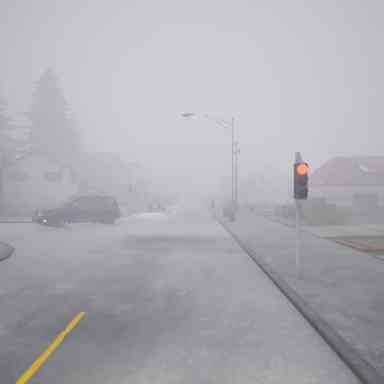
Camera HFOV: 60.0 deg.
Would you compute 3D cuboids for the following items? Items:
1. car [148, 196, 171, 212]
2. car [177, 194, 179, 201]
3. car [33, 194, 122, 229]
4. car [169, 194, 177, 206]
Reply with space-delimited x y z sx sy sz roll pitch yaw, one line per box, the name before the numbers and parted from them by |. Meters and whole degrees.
car | -4.055 1.481 39.017 2.128 1.511 4.902 0 0 0
car | -3.921 1.383 70.983 2.150 2.045 5.566 0 0 0
car | -7.357 1.215 21.923 5.566 2.045 2.150 0 2 -41
car | -4.025 1.490 55.274 1.837 1.490 4.892 0 0 0
